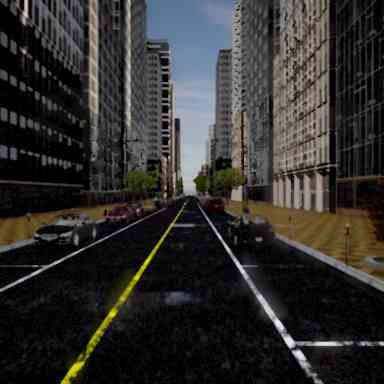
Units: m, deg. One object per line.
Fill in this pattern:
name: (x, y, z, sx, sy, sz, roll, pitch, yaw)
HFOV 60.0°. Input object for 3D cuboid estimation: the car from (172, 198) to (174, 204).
car: (-5.773, 2.137, 77.979, 1.967, 1.590, 4.097, -1, -1, 0)

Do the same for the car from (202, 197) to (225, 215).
car: (2.645, 1.658, 38.204, 2.192, 1.841, 5.009, -1, -1, 0)

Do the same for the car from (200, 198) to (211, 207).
car: (2.618, 2.035, 66.620, 1.967, 1.590, 4.097, -1, -1, 0)

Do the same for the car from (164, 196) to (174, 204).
car: (-5.780, 2.062, 83.663, 2.192, 1.841, 5.009, -1, -1, 0)

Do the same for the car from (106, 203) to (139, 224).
car: (-5.722, 1.826, 26.826, 1.802, 1.307, 4.206, -1, -1, 0)

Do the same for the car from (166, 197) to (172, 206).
car: (-5.761, 2.148, 66.611, 2.008, 1.369, 4.403, -1, -1, 0)

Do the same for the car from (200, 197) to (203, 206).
car: (2.639, 1.709, 43.888, 2.192, 1.841, 5.009, -1, -1, 0)

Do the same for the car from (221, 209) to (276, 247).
car: (2.669, 1.690, 15.468, 2.008, 1.369, 4.403, -1, -1, 0)

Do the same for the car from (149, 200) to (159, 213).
car: (-5.739, 1.920, 43.708, 1.752, 1.417, 4.829, -1, -1, 0)

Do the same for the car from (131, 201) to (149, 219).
car: (-5.729, 1.735, 32.511, 1.967, 1.590, 4.097, -1, -1, 0)

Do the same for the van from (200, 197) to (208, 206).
van: (2.612, 1.986, 72.304, 1.690, 1.788, 3.998, -1, -1, 0)

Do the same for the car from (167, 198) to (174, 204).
car: (-5.783, 2.378, 89.344, 1.802, 1.307, 4.206, -1, -1, 0)

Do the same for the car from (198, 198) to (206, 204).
car: (2.598, 2.345, 89.353, 2.008, 1.369, 4.403, -1, -1, 0)

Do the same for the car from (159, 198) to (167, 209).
car: (-5.750, 2.063, 55.244, 1.947, 1.339, 4.313, -1, -1, 0)

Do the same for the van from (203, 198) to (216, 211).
van: (2.634, 1.786, 49.571, 1.690, 1.788, 3.998, -1, -1, 0)

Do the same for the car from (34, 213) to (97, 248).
car: (-5.711, 1.693, 15.460, 2.008, 1.369, 4.403, -1, -1, 0)
